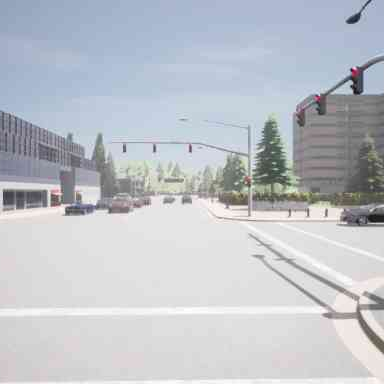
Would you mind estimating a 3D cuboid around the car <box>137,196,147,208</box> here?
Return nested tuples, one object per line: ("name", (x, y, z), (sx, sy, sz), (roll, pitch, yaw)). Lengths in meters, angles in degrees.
("car", (-7.910, 1.564, 46.622), (1.994, 1.385, 4.181), (0, 0, -1))

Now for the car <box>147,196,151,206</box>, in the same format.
("car", (-8.041, 1.478, 56.617), (1.882, 1.535, 5.008), (0, 0, 0))

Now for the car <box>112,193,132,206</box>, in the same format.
("car", (-11.517, 1.221, 54.843), (2.150, 2.045, 5.566), (0, 0, 0))

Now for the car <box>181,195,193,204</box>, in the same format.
("car", (-0.952, 1.503, 62.849), (1.837, 1.490, 4.892), (0, 0, -1))

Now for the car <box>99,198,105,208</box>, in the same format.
("car", (-11.382, 1.505, 44.137), (1.837, 1.490, 4.892), (0, 0, -1))

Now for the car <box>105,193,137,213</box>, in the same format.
("car", (-7.775, 1.352, 36.758), (2.097, 1.767, 4.553), (0, 0, -1))

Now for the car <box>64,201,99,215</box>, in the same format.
("car", (-11.236, 1.601, 33.687), (1.895, 1.301, 4.718), (0, 0, -1))

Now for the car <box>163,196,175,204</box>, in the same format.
("car", (-4.577, 1.547, 64.694), (2.033, 1.411, 5.357), (0, 0, -1))

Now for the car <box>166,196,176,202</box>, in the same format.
("car", (-4.723, 1.509, 75.330), (1.895, 1.301, 4.718), (0, 0, -1))

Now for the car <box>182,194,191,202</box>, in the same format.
("car", (-1.217, 1.355, 75.084), (2.097, 1.767, 4.553), (0, 0, -1))

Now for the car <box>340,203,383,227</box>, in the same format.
("car", (12.501, 1.492, 22.300), (4.902, 1.511, 2.128), (0, 0, -1))
